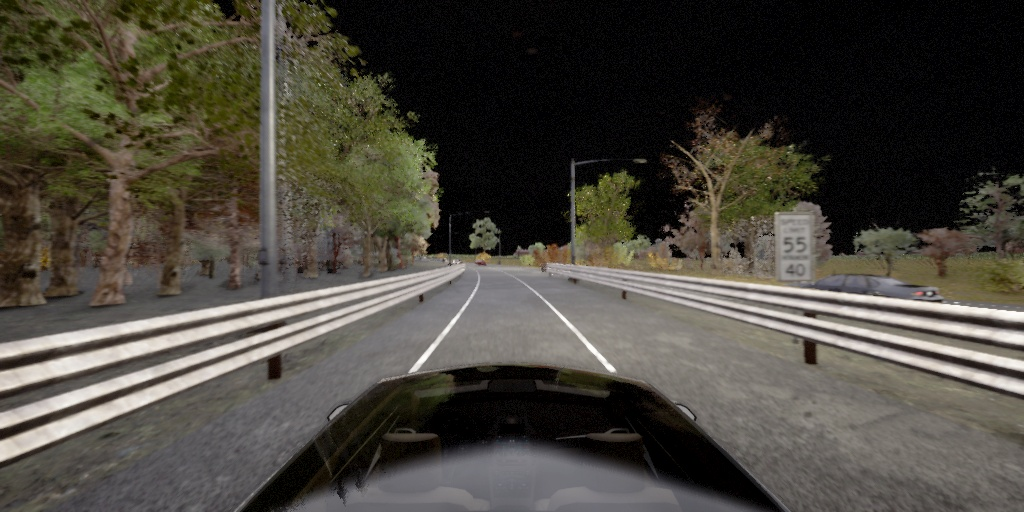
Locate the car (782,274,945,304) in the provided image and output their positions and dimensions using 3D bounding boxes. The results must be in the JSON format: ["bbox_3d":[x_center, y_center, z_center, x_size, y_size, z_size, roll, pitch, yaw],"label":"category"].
[{"bbox_3d":[15.478,1.511,16.359,2.033,1.411,5.357,0,0,-19],"label":"car"}]

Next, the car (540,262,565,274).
[{"bbox_3d":[5.284,1.530,46.729,1.812,1.442,4.674,1,-1,-19],"label":"car"}]
